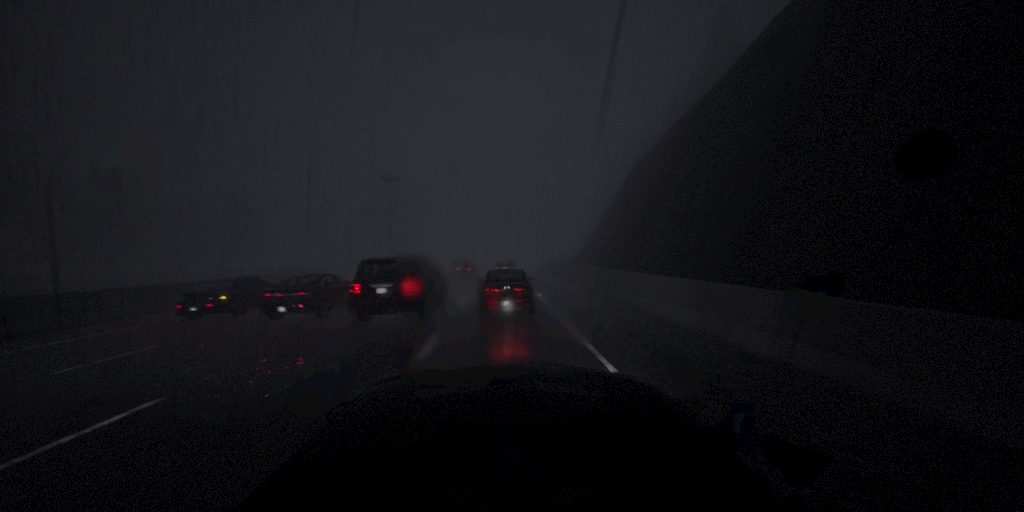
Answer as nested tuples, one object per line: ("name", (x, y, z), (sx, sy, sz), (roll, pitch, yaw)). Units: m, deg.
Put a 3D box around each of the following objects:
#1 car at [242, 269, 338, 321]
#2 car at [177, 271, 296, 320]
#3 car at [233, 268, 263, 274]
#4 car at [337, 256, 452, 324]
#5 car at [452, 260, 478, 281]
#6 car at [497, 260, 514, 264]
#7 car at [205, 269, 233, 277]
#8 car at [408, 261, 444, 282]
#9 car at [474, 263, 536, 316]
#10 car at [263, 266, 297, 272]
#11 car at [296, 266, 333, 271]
("car", (-7.222, 1.421, 13.526), (2.128, 1.511, 4.902), (-2, 0, -2))
("car", (-10.762, 1.568, 14.315), (1.812, 1.442, 4.674), (-2, 0, -2))
("car", (-28.365, 2.058, 40.495), (1.812, 1.442, 4.674), (-2, 0, 3))
("car", (-3.699, 1.039, 12.593), (2.150, 2.045, 5.566), (-2, 0, -2))
("car", (-4.040, 1.096, 29.975), (2.097, 1.767, 4.553), (-2, 0, 0))
("car", (-0.541, 1.119, 30.357), (2.128, 1.511, 4.902), (-2, 0, 1))
("car", (-31.857, 2.163, 40.694), (2.033, 1.411, 5.357), (-2, 0, 3))
("car", (-7.522, 1.328, 31.739), (1.882, 1.535, 5.008), (-2, 0, 1))
("car", (-0.213, 1.205, 13.290), (1.837, 1.490, 4.892), (-2, 0, -2))
("car", (-24.873, 1.909, 40.296), (2.128, 1.511, 4.902), (-2, 0, 3))
("car", (-21.380, 1.875, 40.068), (1.895, 1.301, 4.718), (-2, 0, 3))
